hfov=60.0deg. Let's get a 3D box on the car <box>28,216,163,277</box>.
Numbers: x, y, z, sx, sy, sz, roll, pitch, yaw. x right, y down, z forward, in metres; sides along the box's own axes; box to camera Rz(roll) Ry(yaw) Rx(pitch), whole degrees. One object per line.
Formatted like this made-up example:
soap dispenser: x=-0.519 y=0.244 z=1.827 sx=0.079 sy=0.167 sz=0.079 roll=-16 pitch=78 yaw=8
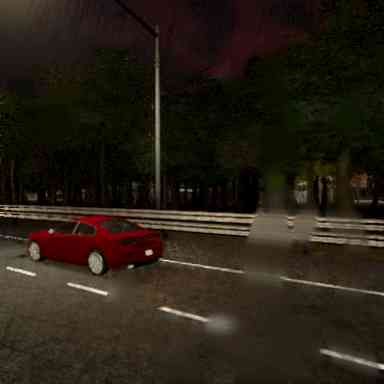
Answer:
car: x=-3.179 y=1.509 z=10.439 sx=5.008 sy=1.535 sz=1.882 roll=-1 pitch=0 yaw=36
